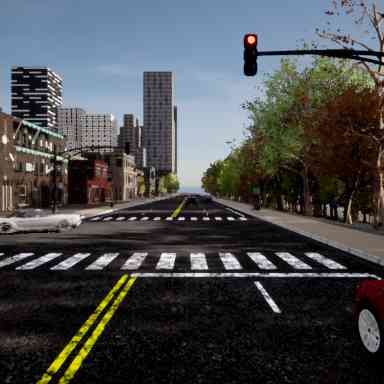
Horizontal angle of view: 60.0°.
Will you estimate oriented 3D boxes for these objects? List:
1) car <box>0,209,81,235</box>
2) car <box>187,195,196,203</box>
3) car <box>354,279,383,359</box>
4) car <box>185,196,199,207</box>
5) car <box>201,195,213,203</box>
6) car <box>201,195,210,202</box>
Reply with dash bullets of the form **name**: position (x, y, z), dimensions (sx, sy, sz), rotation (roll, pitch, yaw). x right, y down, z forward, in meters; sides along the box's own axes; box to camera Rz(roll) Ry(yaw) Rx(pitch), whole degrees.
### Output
- **car**: position (-8.755, 1.616, 18.820), dimensions (4.718, 1.301, 1.895), rotation (-1, 0, -14)
- **car**: position (-0.155, 1.498, 71.443), dimensions (1.812, 1.442, 4.674), rotation (0, 0, 0)
- **car**: position (3.342, 1.477, 2.948), dimensions (1.882, 1.535, 5.008), rotation (0, 0, 0)
- **car**: position (-0.026, 1.487, 49.667), dimensions (1.837, 1.490, 4.892), rotation (0, 0, 0)
- **car**: position (3.181, 1.523, 65.814), dimensions (2.033, 1.411, 5.357), rotation (0, 0, 0)
- **car**: position (3.059, 1.470, 76.308), dimensions (1.837, 1.490, 4.892), rotation (0, 0, 0)
